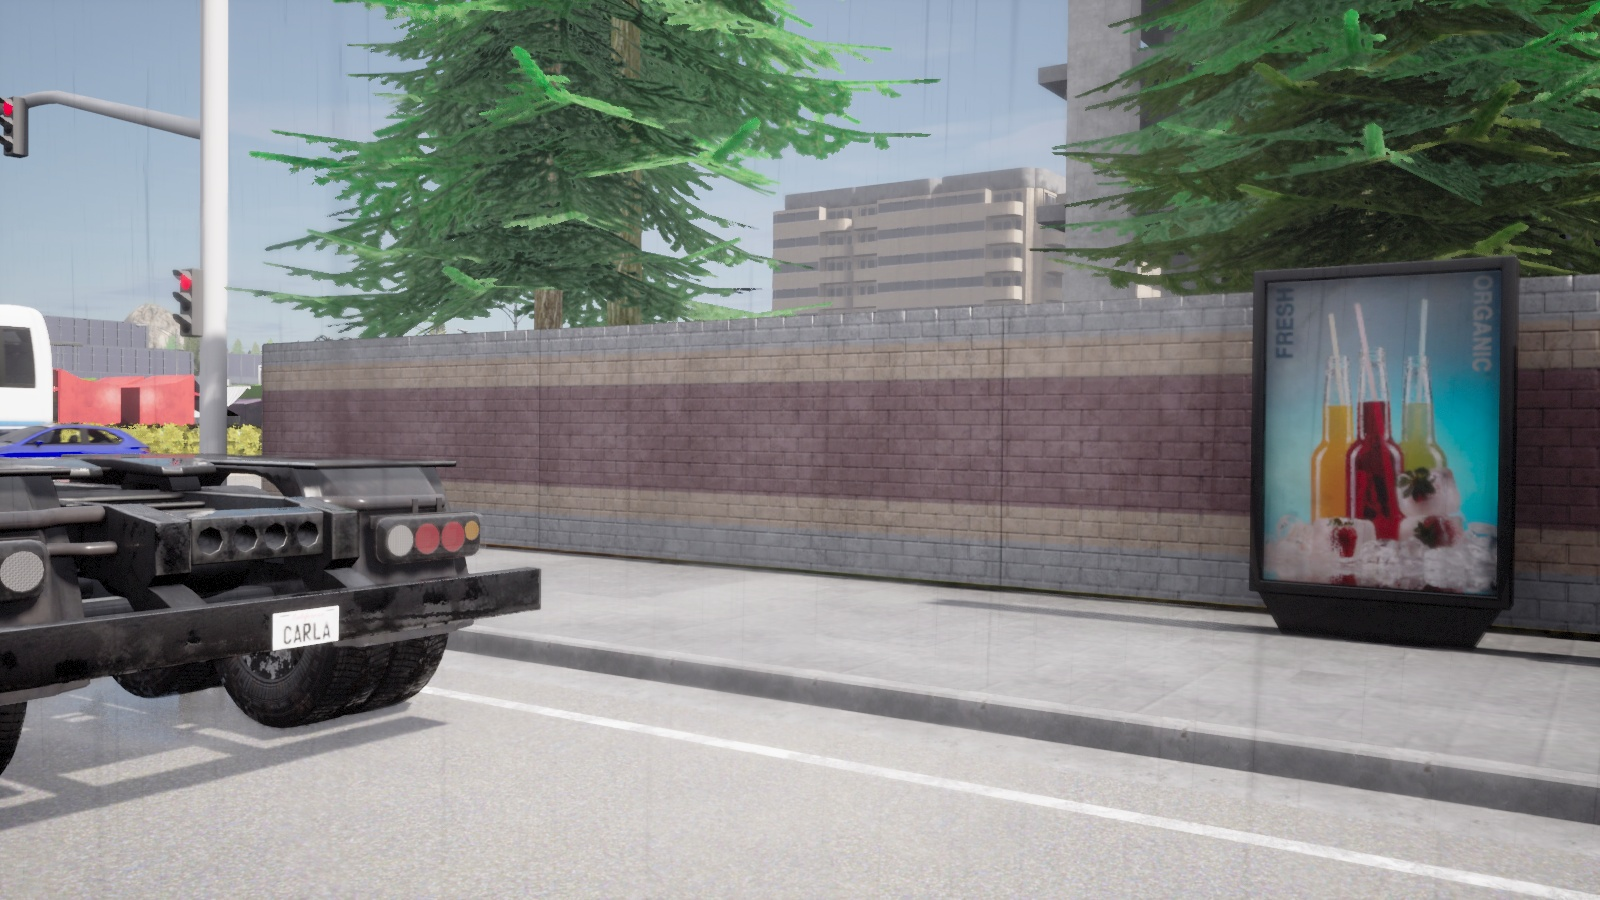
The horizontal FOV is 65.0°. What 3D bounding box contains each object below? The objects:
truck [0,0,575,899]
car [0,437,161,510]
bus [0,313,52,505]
[{"bbox_3d":[-5.216,-0.300,7.067,7.936,3.462,2.891,0,1,34],"label":"truck"},{"bbox_3d":[-16.372,0.467,27.159,1.816,1.474,4.193,0,1,33],"label":"car"},{"bbox_3d":[-21.366,-0.832,25.209,3.944,4.253,10.273,1,2,28],"label":"bus"}]
